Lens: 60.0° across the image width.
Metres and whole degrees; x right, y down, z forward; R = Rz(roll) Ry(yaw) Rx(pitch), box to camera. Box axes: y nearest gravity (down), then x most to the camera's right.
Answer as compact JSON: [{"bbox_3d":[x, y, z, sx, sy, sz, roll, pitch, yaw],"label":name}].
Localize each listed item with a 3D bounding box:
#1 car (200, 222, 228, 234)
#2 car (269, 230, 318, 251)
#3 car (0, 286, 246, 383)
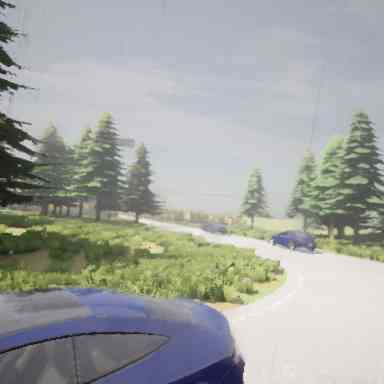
[{"bbox_3d":[2.719,4.523,42.012,2.033,1.411,5.357,5,-4,-17],"label":"car"},{"bbox_3d":[7.758,3.688,25.745,1.812,1.442,4.674,5,-4,-16],"label":"car"},{"bbox_3d":[-1.553,1.581,2.463,4.674,1.442,1.812,2,-2,-40],"label":"car"}]
